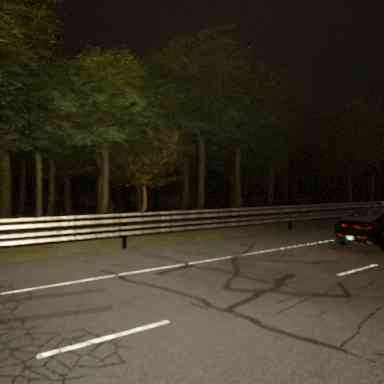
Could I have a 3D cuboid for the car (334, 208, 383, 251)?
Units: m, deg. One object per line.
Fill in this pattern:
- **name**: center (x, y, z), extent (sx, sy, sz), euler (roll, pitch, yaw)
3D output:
- **car**: center (7.750, 1.406, 13.568), extent (4.892, 1.490, 1.837), euler (-1, 0, -35)
